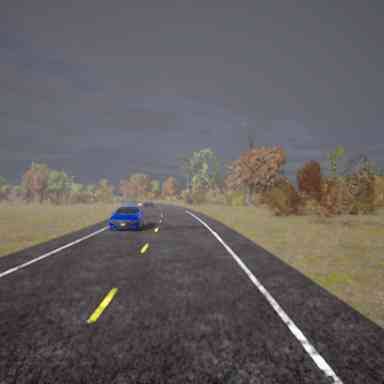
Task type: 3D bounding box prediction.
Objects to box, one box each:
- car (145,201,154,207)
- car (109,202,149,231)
[{"bbox_3d":[-8.204,2.280,63.610,1.895,1.301,4.718,0,-1,-8],"label":"car"},{"bbox_3d":[-4.216,1.677,22.151,1.882,1.535,5.008,0,-1,-3],"label":"car"}]
